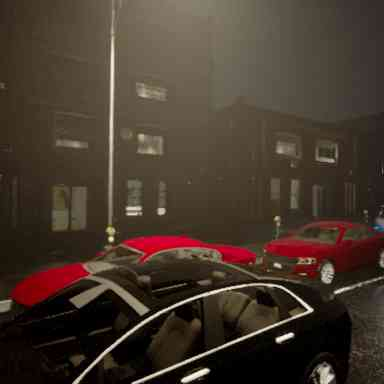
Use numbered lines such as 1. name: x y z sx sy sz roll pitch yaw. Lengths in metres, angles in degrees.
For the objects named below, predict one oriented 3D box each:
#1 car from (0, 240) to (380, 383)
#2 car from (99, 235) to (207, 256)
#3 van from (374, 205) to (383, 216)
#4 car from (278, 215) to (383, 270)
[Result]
1. car: -0.436 1.501 3.061 4.892 1.490 1.837 0 0 -36
2. car: -0.768 1.536 6.092 4.507 1.381 1.887 0 1 -36
3. van: 8.529 1.294 12.636 3.998 1.788 1.690 0 1 -36
4. car: 3.899 1.516 9.333 4.507 1.381 1.887 0 1 -36
